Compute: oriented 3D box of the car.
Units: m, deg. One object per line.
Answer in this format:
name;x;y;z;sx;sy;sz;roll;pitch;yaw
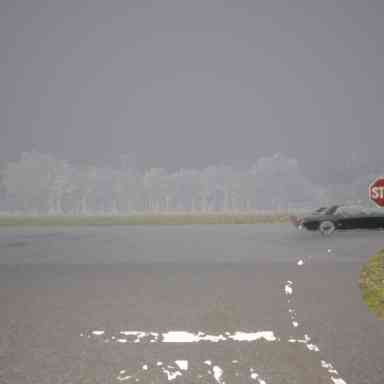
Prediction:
car;7.052;1.229;15.030;4.718;1.301;1.895;-2;-2;-1
